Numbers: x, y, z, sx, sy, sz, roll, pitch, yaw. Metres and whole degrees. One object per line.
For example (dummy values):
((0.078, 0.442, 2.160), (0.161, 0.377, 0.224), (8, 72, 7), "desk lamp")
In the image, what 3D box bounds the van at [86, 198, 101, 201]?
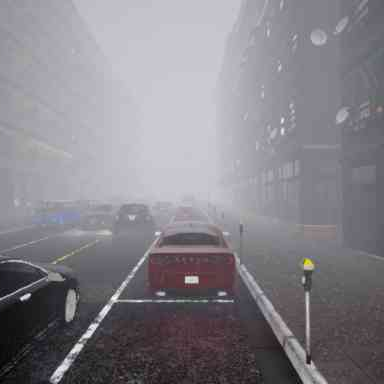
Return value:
((-8.313, 1.368, 26.285), (1.690, 1.788, 3.998), (1, 0, 0), "van")

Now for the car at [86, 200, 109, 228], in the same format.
((-5.869, 1.524, 22.126), (1.837, 1.490, 4.892), (0, 0, 0), "car")

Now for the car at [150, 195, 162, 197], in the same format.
((-8.315, 1.471, 70.528), (2.192, 1.841, 5.009), (1, 0, 0), "car")

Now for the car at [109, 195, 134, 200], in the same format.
((-8.313, 1.365, 37.346), (2.192, 1.841, 5.009), (1, 0, 0), "car")

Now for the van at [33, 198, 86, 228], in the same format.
((-8.312, 1.359, 20.753), (1.690, 1.788, 3.998), (2, 0, 0), "van")

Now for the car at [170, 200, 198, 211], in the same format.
((-0.437, 1.572, 26.224), (1.887, 1.381, 4.507), (1, 0, 0), "car")

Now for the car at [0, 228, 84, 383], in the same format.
((-2.924, 1.507, 4.058), (1.837, 1.490, 4.892), (0, 0, 0), "car")

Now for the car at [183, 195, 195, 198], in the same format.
((-0.428, 1.490, 37.286), (1.967, 1.590, 4.097), (1, 0, 0), "car")

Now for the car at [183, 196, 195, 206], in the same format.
((-0.471, 1.553, 59.411), (1.967, 1.590, 4.097), (1, 0, 0), "car")

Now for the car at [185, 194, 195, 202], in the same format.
((-0.470, 1.521, 81.536), (2.192, 1.841, 5.009), (1, 0, 0), "car")

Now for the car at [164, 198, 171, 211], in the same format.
((-2.924, 1.589, 33.544), (2.033, 1.411, 5.357), (0, 0, 0), "car")

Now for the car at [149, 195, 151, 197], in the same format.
((-8.320, 1.660, 53.938), (1.947, 1.339, 4.313), (1, 0, 0), "car")

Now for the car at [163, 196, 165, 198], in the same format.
((-8.323, 1.847, 92.652), (1.802, 1.307, 4.206), (1, 0, 0), "car")

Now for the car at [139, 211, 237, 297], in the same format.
((-0.006, 1.482, 8.653), (1.882, 1.535, 5.008), (0, 0, 0), "car")

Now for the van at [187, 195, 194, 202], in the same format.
((-0.471, 1.575, 87.068), (1.690, 1.788, 3.998), (1, 0, 0), "van")

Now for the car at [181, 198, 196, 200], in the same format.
((-0.437, 1.582, 31.754), (1.887, 1.381, 4.507), (1, 0, 0), "car")

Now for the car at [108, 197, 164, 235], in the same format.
((-3.022, 1.368, 19.016), (2.097, 1.767, 4.553), (0, 0, 0), "car")
